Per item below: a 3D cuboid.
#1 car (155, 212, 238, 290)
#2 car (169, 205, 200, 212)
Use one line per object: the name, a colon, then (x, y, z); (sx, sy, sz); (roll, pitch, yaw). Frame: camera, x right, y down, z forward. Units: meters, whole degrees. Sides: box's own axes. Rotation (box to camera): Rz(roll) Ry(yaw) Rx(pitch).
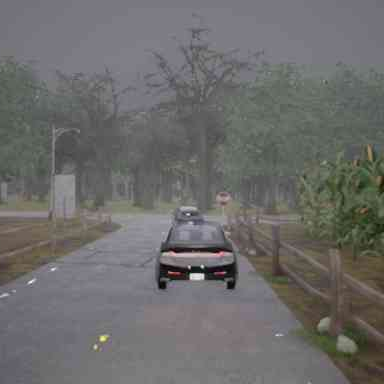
car: (0.104, 1.539, 9.215); (2.128, 1.511, 4.902); (0, 0, 0)
car: (-0.441, 1.627, 22.884); (1.837, 1.490, 4.892); (0, 0, -8)
